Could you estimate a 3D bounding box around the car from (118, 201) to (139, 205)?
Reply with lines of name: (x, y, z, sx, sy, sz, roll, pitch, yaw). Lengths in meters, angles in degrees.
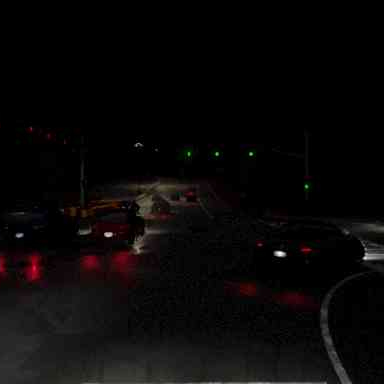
car: (-6.901, 1.631, 35.959, 2.033, 1.411, 5.357, 0, 0, 0)

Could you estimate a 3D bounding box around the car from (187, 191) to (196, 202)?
car: (-0.113, 1.154, 67.332, 1.882, 1.535, 5.008, 0, 3, 0)

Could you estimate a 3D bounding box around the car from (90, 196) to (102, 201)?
car: (-17.572, 1.476, 59.958, 1.882, 1.535, 5.008, 0, 2, 0)

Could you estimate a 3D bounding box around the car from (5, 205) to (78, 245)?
car: (-6.901, 1.562, 15.634, 1.812, 1.442, 4.674, 0, 0, 0)

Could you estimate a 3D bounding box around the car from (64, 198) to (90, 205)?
car: (-17.518, 1.664, 49.874, 2.033, 1.411, 5.357, 0, 0, 0)

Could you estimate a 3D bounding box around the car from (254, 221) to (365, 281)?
car: (3.659, 1.588, 10.166, 1.994, 1.385, 4.181, -1, -1, 42)

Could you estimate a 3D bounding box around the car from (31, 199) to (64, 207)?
car: (-17.567, 1.598, 39.973, 1.837, 1.490, 4.892, 0, 0, 0)

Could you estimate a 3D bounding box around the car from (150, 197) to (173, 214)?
car: (-3.404, 1.612, 37.075, 1.812, 1.442, 4.674, 0, 0, 0)

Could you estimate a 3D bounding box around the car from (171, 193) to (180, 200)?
car: (-3.639, 0.897, 71.901, 1.812, 1.442, 4.674, 0, 4, 0)

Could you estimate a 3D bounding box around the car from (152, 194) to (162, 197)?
car: (-7.111, 1.225, 66.906, 1.812, 1.442, 4.674, 0, 3, 0)

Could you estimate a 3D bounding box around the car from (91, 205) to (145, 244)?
car: (-3.401, 1.563, 15.828, 1.812, 1.442, 4.674, 0, 0, 0)

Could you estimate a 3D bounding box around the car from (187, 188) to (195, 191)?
car: (-0.172, 0.086, 77.700, 2.150, 2.045, 5.566, 0, 6, 0)
